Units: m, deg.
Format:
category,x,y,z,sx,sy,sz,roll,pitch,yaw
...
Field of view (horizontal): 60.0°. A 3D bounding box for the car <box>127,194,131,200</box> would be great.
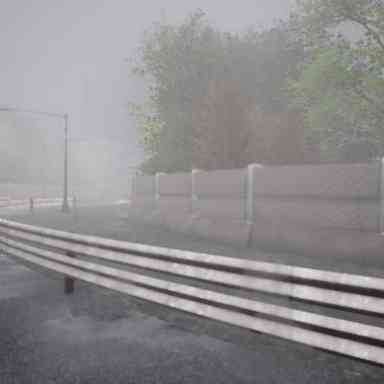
category,x,y,z,sx,sy,sz,roll,pitch,yaw
car,-13.403,1.125,75.706,1.837,1.490,4.892,1,0,8
